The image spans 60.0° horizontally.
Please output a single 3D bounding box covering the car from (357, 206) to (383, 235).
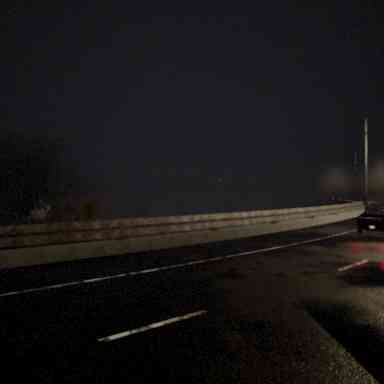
[{"bbox_3d":[10.608,1.517,18.200,2.128,1.511,4.902,0,0,44],"label":"car"}]
